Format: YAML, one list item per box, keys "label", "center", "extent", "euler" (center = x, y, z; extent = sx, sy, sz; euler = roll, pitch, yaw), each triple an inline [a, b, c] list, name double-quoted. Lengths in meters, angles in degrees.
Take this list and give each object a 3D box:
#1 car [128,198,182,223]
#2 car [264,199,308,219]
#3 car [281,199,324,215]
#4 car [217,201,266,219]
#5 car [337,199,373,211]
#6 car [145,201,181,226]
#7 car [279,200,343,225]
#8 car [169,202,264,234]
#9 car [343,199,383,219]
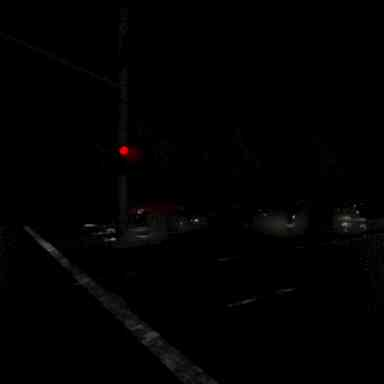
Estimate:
- label: "car"
  center: [-2.516, 1.345, 24.918]
  extent: [4.553, 1.767, 2.097]
  euler: [0, 0, -35]
- label: "car"
  center: [8.113, 1.533, 28.193]
  extent: [5.357, 1.411, 2.033]
  euler: [0, 0, -35]
- label: "car"
  center: [11.649, 1.507, 34.975]
  extent: [4.674, 1.442, 1.812]
  euler: [0, 0, -35]
- label: "car"
  center: [4.514, 1.551, 29.926]
  extent: [4.181, 1.385, 1.994]
  euler: [0, 0, -36]
- label: "car"
  center: [20.061, 1.575, 40.891]
  extent: [4.718, 1.301, 1.895]
  euler: [0, 0, -35]
- label: "car"
  center: [-0.111, 1.540, 22.378]
  extent: [5.357, 1.411, 2.033]
  euler: [0, 0, -35]
- label: "car"
  center: [8.738, 1.551, 24.339]
  extent: [4.181, 1.385, 1.994]
  euler: [0, 0, -35]
- label: "car"
  center: [1.486, 1.484, 19.174]
  extent: [4.902, 1.511, 2.128]
  euler: [0, 0, -36]
- label: "car"
  center: [15.596, 1.545, 29.207]
  extent: [4.181, 1.385, 1.994]
  euler: [0, 0, -35]
